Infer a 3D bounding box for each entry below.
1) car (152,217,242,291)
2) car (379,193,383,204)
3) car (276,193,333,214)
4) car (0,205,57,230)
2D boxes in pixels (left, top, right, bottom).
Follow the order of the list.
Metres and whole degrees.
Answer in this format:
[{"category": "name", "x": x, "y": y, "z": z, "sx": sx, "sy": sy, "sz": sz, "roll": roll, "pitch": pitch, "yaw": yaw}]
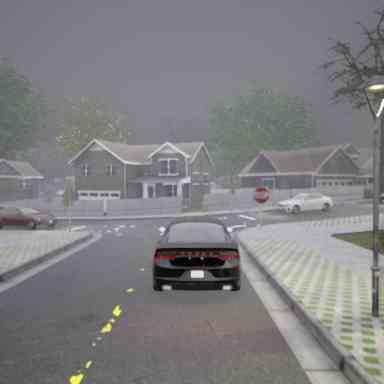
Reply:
[{"category": "car", "x": 0.108, "y": 1.383, "z": 8.777, "sx": 1.882, "sy": 1.535, "sz": 5.008, "roll": 0, "pitch": 1, "yaw": 0}, {"category": "car", "x": 19.086, "y": 0.308, "z": 30.154, "sx": 5.357, "sy": 1.411, "sz": 2.033, "roll": -3, "pitch": 3, "yaw": -25}, {"category": "car", "x": 8.595, "y": 0.794, "z": 25.348, "sx": 4.674, "sy": 1.442, "sz": 1.812, "roll": -3, "pitch": 3, "yaw": -23}, {"category": "car", "x": -11.227, "y": 1.710, "z": 22.140, "sx": 4.674, "sy": 1.442, "sz": 1.812, "roll": -2, "pitch": 1, "yaw": 21}]
